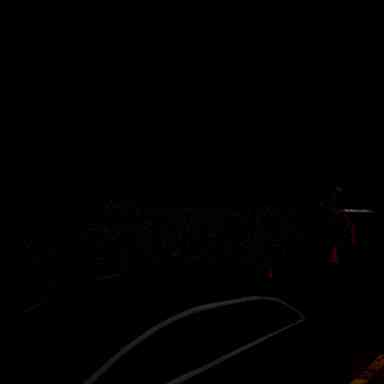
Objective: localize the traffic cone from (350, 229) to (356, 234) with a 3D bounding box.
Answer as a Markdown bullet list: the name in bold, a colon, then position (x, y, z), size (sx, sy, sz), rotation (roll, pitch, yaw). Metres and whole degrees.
- **traffic cone**: position (7.307, 2.092, 15.036), size (0.340, 0.580, 0.340), rotation (1, 0, 29)

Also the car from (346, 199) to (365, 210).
- **car**: position (23.645, 1.757, 48.312), size (1.837, 1.490, 4.892), rotation (1, 0, 16)

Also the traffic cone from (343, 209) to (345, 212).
- **traffic cone**: position (15.271, 2.183, 33.070), size (0.340, 0.580, 0.340), rotation (1, 0, 23)

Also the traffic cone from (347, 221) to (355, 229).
- **traffic cone**: position (9.350, 2.121, 19.287), size (0.340, 0.580, 0.340), rotation (1, 0, 23)

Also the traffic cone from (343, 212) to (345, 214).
- **traffic cone**: position (13.298, 2.170, 28.475), size (0.340, 0.580, 0.340), rotation (1, 0, 23)

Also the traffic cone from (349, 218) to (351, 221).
- **traffic cone**: position (11.324, 2.147, 23.881), size (0.340, 0.580, 0.340), rotation (1, 0, 23)

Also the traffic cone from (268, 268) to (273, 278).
- **traffic cone**: position (1.783, 2.017, 7.560), size (0.340, 0.580, 0.340), rotation (0, 0, 44)

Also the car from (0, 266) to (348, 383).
- **car**: position (-0.537, 1.508, 2.736), size (4.902, 1.511, 2.128), rotation (1, 0, -40)

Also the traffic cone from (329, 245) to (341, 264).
- **traffic cone**: position (4.782, 2.056, 11.123), size (0.340, 0.580, 0.340), rotation (0, 0, 36)
